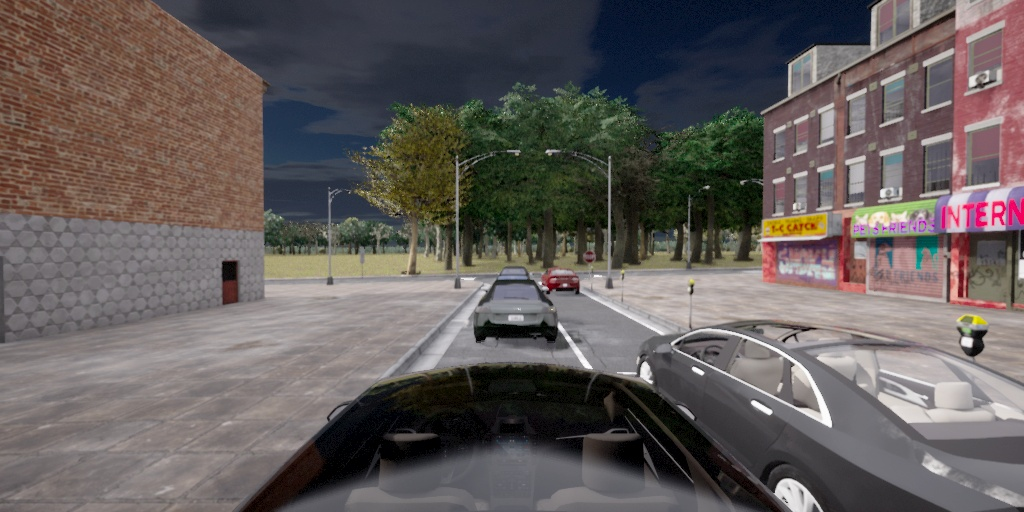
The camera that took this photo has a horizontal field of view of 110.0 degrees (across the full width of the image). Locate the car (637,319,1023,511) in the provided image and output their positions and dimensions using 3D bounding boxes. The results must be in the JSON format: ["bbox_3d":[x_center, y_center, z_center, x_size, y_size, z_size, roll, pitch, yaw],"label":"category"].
[{"bbox_3d":[2.633,1.299,3.498,2.007,1.370,4.403,0,0,0],"label":"car"}]

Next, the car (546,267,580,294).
[{"bbox_3d":[2.592,1.287,19.718,1.888,1.381,4.507,0,0,0],"label":"car"}]

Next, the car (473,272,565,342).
[{"bbox_3d":[0.080,1.310,9.776,1.994,1.385,4.181,0,0,0],"label":"car"}]

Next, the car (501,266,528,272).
[{"bbox_3d":[0.158,1.290,20.433,2.033,1.411,5.357,0,0,3],"label":"car"}]
